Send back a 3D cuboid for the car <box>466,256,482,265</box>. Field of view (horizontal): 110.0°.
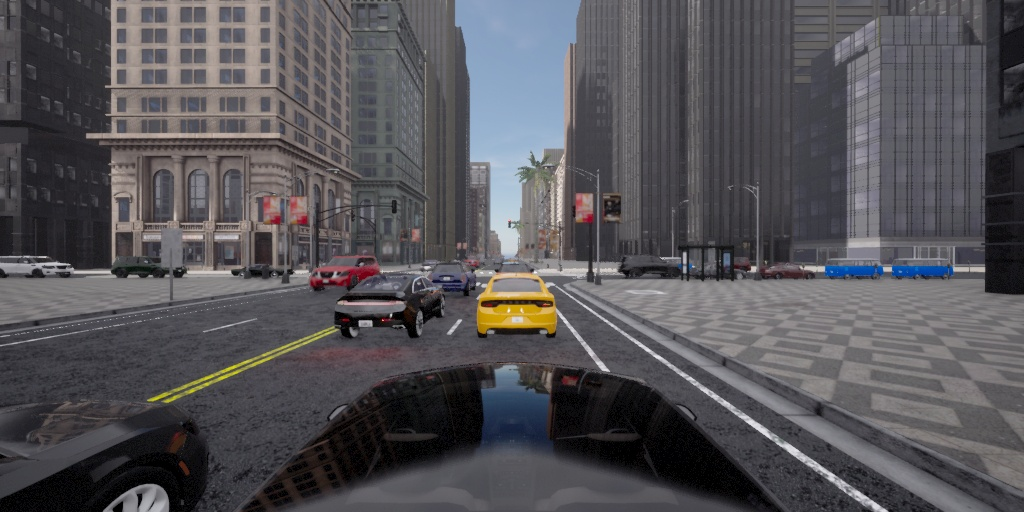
[{"bbox_3d":[-6.505,0.969,57.538,2.150,2.045,5.566,0,1,0],"label":"car"}]

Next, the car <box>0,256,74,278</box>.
[{"bbox_3d":[-43.723,1.021,32.744,5.566,2.045,2.150,0,0,0],"label":"car"}]

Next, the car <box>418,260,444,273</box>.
[{"bbox_3d":[-9.786,1.244,43.677,2.128,1.511,4.902,0,0,0],"label":"car"}]

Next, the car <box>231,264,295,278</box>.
[{"bbox_3d":[-22.543,1.375,32.602,4.718,1.301,1.895,0,0,0],"label":"car"}]

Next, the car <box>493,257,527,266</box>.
[{"bbox_3d":[0.126,1.102,19.302,2.097,1.767,4.553,0,0,0],"label":"car"}]

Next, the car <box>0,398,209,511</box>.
[{"bbox_3d":[-3.151,1.255,0.623,1.837,1.490,4.892,0,0,0],"label":"car"}]

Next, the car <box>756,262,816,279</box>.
[{"bbox_3d":[22.790,1.326,29.839,4.207,1.307,1.802,0,0,0],"label":"car"}]

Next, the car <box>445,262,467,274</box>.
[{"bbox_3d":[-6.543,1.353,42.314,1.895,1.301,4.718,0,0,0],"label":"car"}]

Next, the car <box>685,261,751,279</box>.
[{"bbox_3d":[17.112,1.299,29.846,4.403,1.370,2.007,0,0,0],"label":"car"}]

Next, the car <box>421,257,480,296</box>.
[{"bbox_3d":[-3.124,1.102,19.278,2.097,1.767,4.553,0,0,0],"label":"car"}]

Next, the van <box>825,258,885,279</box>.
[{"bbox_3d":[28.468,1.082,29.833,3.998,1.789,1.690,0,0,0],"label":"van"}]

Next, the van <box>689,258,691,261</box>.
[{"bbox_3d":[17.120,1.065,38.371,3.998,1.789,1.690,0,0,0],"label":"van"}]

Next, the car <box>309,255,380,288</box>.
[{"bbox_3d":[-9.821,0.972,21.669,2.150,2.045,5.566,0,0,0],"label":"car"}]

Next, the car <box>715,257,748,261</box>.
[{"bbox_3d":[22.798,1.035,38.364,5.009,1.841,2.192,0,0,0],"label":"car"}]

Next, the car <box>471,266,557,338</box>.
[{"bbox_3d":[0.110,1.228,10.229,1.882,1.535,5.008,0,0,0],"label":"car"}]

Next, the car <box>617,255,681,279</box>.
[{"bbox_3d":[12.439,0.966,32.483,5.566,2.045,2.150,0,0,0],"label":"car"}]

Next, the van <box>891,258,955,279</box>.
[{"bbox_3d":[34.144,1.079,29.827,3.998,1.789,1.690,0,0,0],"label":"van"}]

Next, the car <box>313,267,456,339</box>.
[{"bbox_3d":[-3.139,1.241,10.139,2.128,1.511,4.902,0,0,0],"label":"car"}]

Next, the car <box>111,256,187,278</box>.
[{"bbox_3d":[-33.016,1.008,32.671,5.566,2.045,2.150,0,0,0],"label":"car"}]

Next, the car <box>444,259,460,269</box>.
[{"bbox_3d":[-9.752,1.279,58.422,1.812,1.442,4.674,0,0,0],"label":"car"}]
